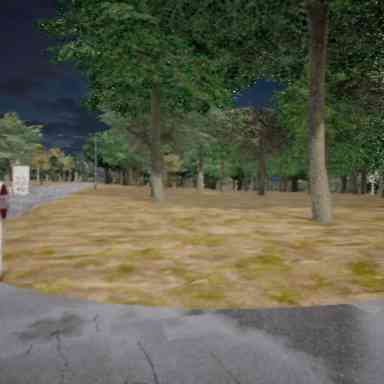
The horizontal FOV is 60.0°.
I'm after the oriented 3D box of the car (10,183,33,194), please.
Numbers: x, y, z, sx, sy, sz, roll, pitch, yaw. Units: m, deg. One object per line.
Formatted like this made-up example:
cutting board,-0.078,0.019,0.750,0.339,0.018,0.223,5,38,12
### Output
car,-24.243,-0.705,47.360,2.097,1.767,4.553,0,2,-13
